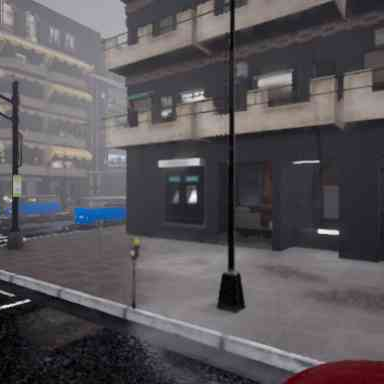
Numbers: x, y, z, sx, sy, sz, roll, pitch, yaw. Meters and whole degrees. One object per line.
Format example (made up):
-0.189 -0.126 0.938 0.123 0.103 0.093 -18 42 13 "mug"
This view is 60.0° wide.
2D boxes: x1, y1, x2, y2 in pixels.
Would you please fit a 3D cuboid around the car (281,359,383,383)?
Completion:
2.378 1.546 1.173 4.507 1.381 1.887 0 0 36 "car"

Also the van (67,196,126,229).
-5.121 1.137 20.087 1.690 1.788 3.998 1 2 35 "van"

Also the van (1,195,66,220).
-11.956 1.089 24.936 1.690 1.788 3.998 1 2 35 "van"
